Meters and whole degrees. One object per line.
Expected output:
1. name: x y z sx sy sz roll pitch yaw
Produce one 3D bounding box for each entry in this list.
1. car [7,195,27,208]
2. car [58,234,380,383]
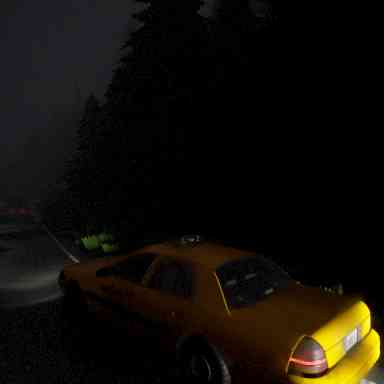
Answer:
1. car: -21.058 1.057 40.113 2.128 1.511 4.902 -2 2 -26
2. car: -0.248 1.417 5.097 5.366 1.575 1.801 1 1 44
